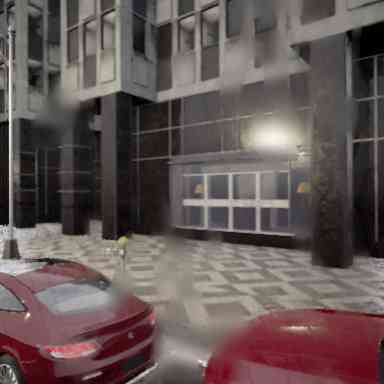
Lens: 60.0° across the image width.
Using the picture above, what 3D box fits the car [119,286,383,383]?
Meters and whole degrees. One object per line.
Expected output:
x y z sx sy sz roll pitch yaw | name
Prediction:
2.273 1.311 1.348 5.009 1.841 2.192 0 0 35 | car

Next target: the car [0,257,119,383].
-2.291 1.594 4.597 4.206 1.307 1.802 0 0 35 | car
